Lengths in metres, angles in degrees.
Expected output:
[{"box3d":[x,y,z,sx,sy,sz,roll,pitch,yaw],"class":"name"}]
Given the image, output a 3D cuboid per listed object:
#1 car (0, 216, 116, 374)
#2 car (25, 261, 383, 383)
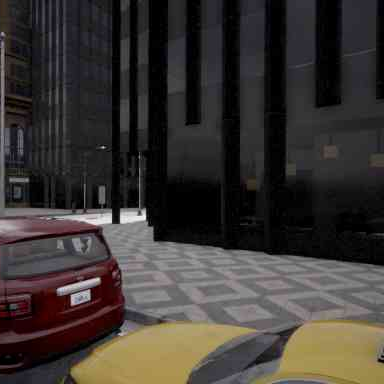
[{"box3d":[-3.242,1.314,5.271,5.009,1.841,2.192,0,0,36],"class":"car"},{"box3d":[1.037,1.525,2.220,4.829,1.417,1.752,0,0,36],"class":"car"}]
